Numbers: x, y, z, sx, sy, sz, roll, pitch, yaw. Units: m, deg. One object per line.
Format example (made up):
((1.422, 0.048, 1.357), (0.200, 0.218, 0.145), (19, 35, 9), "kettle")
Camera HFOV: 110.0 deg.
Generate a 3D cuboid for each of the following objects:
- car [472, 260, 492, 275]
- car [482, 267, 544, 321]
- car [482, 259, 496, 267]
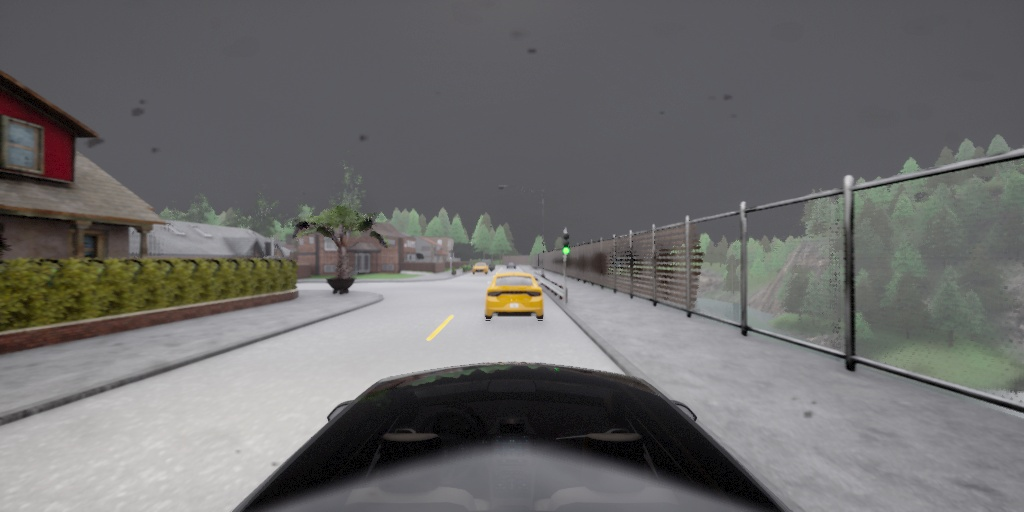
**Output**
((-4.171, 1.671, 48.036), (1.882, 1.535, 5.008), (0, -1, 0), "car")
((0.074, 1.336, 13.082), (1.882, 1.535, 5.008), (0, -1, 0), "car")
((-4.168, 1.509, 57.982), (2.150, 2.045, 5.566), (0, -1, 0), "car")
